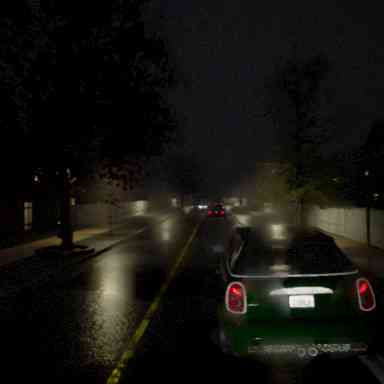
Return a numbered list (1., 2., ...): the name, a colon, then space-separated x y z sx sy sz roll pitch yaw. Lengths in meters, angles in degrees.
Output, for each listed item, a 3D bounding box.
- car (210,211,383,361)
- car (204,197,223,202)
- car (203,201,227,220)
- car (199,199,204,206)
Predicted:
1. car: 1.471 1.374 6.147 2.097 1.767 4.553 -3 -1 4
2. car: 3.053 1.703 42.855 2.150 2.045 5.566 -1 -1 4
3. car: 2.372 1.905 32.220 2.033 1.411 5.357 -1 -1 5
4. car: 2.629 2.433 77.744 2.128 1.511 4.902 -1 -1 4
